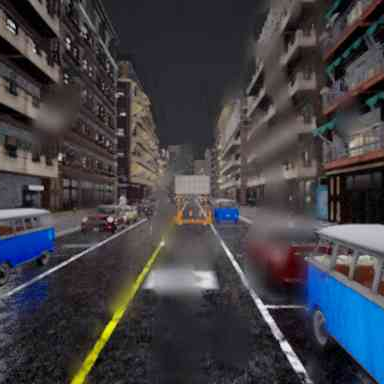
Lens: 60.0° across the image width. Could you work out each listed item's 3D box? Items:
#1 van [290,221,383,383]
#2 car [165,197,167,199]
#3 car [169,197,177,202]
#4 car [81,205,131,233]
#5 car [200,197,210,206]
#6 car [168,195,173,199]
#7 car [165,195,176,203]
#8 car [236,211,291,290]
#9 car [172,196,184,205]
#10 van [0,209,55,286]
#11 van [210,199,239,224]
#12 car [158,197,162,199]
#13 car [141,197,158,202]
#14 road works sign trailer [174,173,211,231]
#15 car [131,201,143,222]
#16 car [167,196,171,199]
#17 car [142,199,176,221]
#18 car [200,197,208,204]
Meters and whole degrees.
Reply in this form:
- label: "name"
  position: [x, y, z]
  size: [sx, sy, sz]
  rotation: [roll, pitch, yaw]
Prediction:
- label: "van"
  position: [2.580, 1.363, 3.698]
  size: [1.690, 1.788, 3.998]
  rotation: [1, 0, 0]
- label: "car"
  position: [-5.254, 1.582, 48.079]
  size: [2.192, 1.841, 5.009]
  rotation: [1, 0, 0]
- label: "car"
  position: [-5.211, 2.054, 92.469]
  size: [2.008, 1.369, 4.403]
  rotation: [1, 0, 0]
- label: "car"
  position: [-5.284, 1.555, 20.333]
  size: [1.967, 1.590, 4.097]
  rotation: [1, 0, 0]
- label: "car"
  position: [2.642, 1.797, 64.737]
  size: [1.967, 1.590, 4.097]
  rotation: [1, 0, 0]
- label: "car"
  position: [-5.234, 1.910, 70.103]
  size: [1.752, 1.417, 4.829]
  rotation: [1, 0, 0]
- label: "car"
  position: [-5.220, 1.760, 81.372]
  size: [2.192, 1.841, 5.009]
  rotation: [1, 0, 0]
- label: "car"
  position: [2.584, 1.493, 9.246]
  size: [1.967, 1.590, 4.097]
  rotation: [1, 0, 0]
- label: "car"
  position: [-2.679, 1.894, 69.207]
  size: [1.812, 1.442, 4.674]
  rotation: [0, 0, 0]
- label: "van"
  position: [-5.295, 1.394, 9.236]
  size: [1.690, 1.788, 3.998]
  rotation: [1, 0, 0]
- label: "van"
  position: [2.603, 1.487, 25.894]
  size: [1.690, 1.788, 3.998]
  rotation: [1, 0, 0]
- label: "car"
  position: [-5.260, 1.551, 42.529]
  size: [2.192, 1.841, 5.009]
  rotation: [1, 0, 0]
- label: "car"
  position: [-5.267, 1.646, 36.980]
  size: [1.967, 1.590, 4.097]
  rotation: [1, 0, 0]
- label: "road works sign trailer"
  position: [0.030, 0.587, 21.704]
  size: [2.380, 3.560, 2.880]
  rotation: [0, 0, 0]
- label: "car"
  position: [-5.280, 1.670, 25.711]
  size: [1.752, 1.417, 4.829]
  rotation: [1, 0, 0]
- label: "car"
  position: [-5.246, 1.909, 59.175]
  size: [1.802, 1.307, 4.206]
  rotation: [1, 0, 0]
- label: "car"
  position: [-2.818, 1.657, 29.290]
  size: [2.128, 1.511, 4.902]
  rotation: [0, 0, 0]
- label: "car"
  position: [2.652, 1.942, 76.004]
  size: [1.752, 1.417, 4.829]
  rotation: [1, 0, 0]
